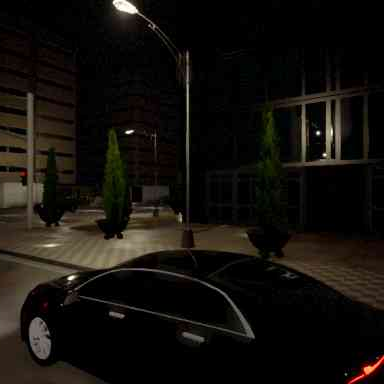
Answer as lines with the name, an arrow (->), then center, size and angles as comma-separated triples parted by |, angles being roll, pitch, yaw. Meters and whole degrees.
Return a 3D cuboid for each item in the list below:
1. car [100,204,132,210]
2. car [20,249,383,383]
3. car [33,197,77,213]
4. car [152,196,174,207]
car -> -9.924, 1.581, 43.819 | 1.812, 1.442, 4.674 | 0, 0, 35
car -> -0.249, 1.505, 4.169 | 4.892, 1.490, 1.837 | 0, 0, 36
car -> -15.049, 1.407, 36.571 | 2.097, 1.767, 4.553 | 0, 0, 35
car -> -4.152, 1.408, 51.992 | 2.097, 1.767, 4.553 | 0, 0, 35
